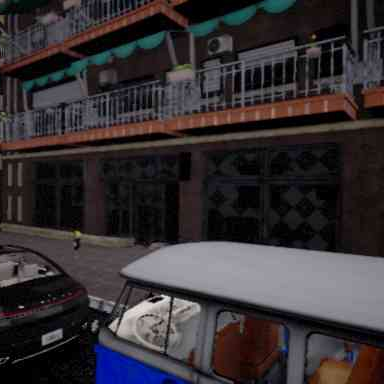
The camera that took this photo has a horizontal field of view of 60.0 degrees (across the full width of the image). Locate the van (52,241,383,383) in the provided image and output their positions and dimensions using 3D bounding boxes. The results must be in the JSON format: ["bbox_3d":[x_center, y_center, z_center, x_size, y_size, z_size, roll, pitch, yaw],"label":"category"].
[{"bbox_3d":[1.062,1.341,2.101,3.998,1.788,1.690,0,1,36],"label":"van"}]

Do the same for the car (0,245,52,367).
[{"bbox_3d":[-3.495,1.546,5.361,4.403,1.369,2.008,0,1,36],"label":"car"}]
